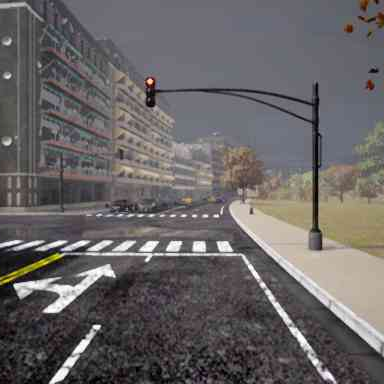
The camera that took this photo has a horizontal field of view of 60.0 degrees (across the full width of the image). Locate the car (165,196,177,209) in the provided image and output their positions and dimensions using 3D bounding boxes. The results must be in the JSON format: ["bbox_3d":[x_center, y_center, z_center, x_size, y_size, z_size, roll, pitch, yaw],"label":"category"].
[{"bbox_3d":[-3.894,1.675,47.274,1.895,1.301,4.718,0,0,7],"label":"car"}]

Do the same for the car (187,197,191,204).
[{"bbox_3d":[-1.361,1.626,65.742,1.882,1.535,5.008,0,0,9],"label":"car"}]

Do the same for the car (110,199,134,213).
[{"bbox_3d":[-8.039,1.548,38.552,1.837,1.490,4.892,0,0,5],"label":"car"}]

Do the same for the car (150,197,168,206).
[{"bbox_3d":[-5.740,1.661,58.320,2.033,1.411,5.357,0,0,8],"label":"car"}]

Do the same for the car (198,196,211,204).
[{"bbox_3d":[2.506,1.660,69.297,2.128,1.511,4.902,0,0,9],"label":"car"}]

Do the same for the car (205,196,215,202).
[{"bbox_3d":[4.332,1.651,79.496,1.882,1.535,5.008,0,0,12],"label":"car"}]

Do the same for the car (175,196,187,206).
[{"bbox_3d":[-2.672,1.657,56.847,2.033,1.411,5.357,0,0,8],"label":"car"}]

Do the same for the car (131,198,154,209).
[{"bbox_3d":[-7.047,1.624,48.248,2.033,1.411,5.357,0,0,6],"label":"car"}]

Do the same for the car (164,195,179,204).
[{"bbox_3d":[-4.213,1.511,68.453,2.097,1.767,4.553,0,0,9],"label":"car"}]

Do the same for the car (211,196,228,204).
[{"bbox_3d":[5.719,1.715,68.807,2.033,1.411,5.357,0,0,9],"label":"car"}]

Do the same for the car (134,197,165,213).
[{"bbox_3d":[-4.795,1.395,38.327,2.097,1.767,4.553,0,0,5],"label":"car"}]
